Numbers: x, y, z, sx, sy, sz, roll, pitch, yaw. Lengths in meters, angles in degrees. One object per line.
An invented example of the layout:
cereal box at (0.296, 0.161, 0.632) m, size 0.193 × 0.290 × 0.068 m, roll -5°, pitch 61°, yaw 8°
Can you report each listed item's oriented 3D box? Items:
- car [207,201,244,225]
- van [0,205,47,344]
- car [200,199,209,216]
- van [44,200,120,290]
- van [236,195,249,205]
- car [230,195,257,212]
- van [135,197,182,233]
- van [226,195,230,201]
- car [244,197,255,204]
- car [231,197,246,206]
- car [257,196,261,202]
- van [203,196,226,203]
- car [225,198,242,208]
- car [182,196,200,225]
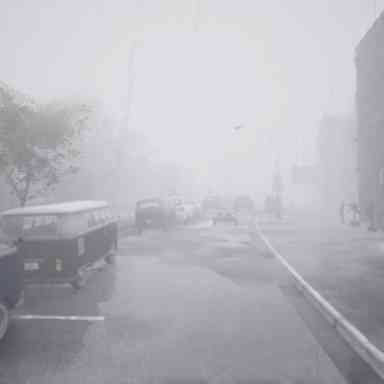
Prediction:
car at (2.664, 1.663, 25.232) m, size 2.033 × 1.411 × 5.357 m, roll 0°, pitch 0°, yaw 10°
van at (-3.604, 1.255, 3.631) m, size 1.878 × 1.987 × 4.442 m, roll -2°, pitch 1°, yaw 1°
car at (-0.051, 1.693, 31.195) m, size 2.002 × 1.452 × 4.674 m, roll -1°, pitch 1°, yaw 12°
van at (-3.317, 1.276, 9.204) m, size 1.878 × 1.987 × 4.442 m, roll -2°, pitch 1°, yaw 2°
van at (10.515, 1.659, 68.638) m, size 1.878 × 1.987 × 4.442 m, roll -1°, pitch -1°, yaw 19°
car at (6.678, 1.441, 42.408) m, size 2.150 × 2.045 × 5.566 m, roll -1°, pitch 0°, yaw 15°
van at (-2.073, 1.346, 20.320) m, size 1.878 × 1.987 × 4.442 m, roll -1°, pitch 1°, yaw 7°
van at (5.373, 1.549, 51.693) m, size 1.878 × 1.987 × 4.442 m, roll -1°, pitch 1°, yaw 14°
car at (13.694, 1.979, 79.137) m, size 2.002 × 1.452 × 4.674 m, roll -1°, pitch -1°, yaw 17°
car at (8.862, 1.835, 63.198) m, size 2.231 × 1.521 × 4.892 m, roll -1°, pitch 1°, yaw 15°
car at (15.649, 1.736, 85.594) m, size 2.435 × 2.045 × 5.566 m, roll -1°, pitch -1°, yaw 17°
van at (2.633, 1.495, 42.126) m, size 1.878 × 1.987 × 4.442 m, roll -1°, pitch 1°, yaw 15°
car at (7.262, 1.837, 57.924) m, size 2.163 × 1.488 × 4.792 m, roll -1°, pitch 1°, yaw 15°
car at (-1.164, 1.362, 25.748) m, size 2.435 × 2.045 × 5.566 m, roll -1°, pitch 1°, yaw 8°
